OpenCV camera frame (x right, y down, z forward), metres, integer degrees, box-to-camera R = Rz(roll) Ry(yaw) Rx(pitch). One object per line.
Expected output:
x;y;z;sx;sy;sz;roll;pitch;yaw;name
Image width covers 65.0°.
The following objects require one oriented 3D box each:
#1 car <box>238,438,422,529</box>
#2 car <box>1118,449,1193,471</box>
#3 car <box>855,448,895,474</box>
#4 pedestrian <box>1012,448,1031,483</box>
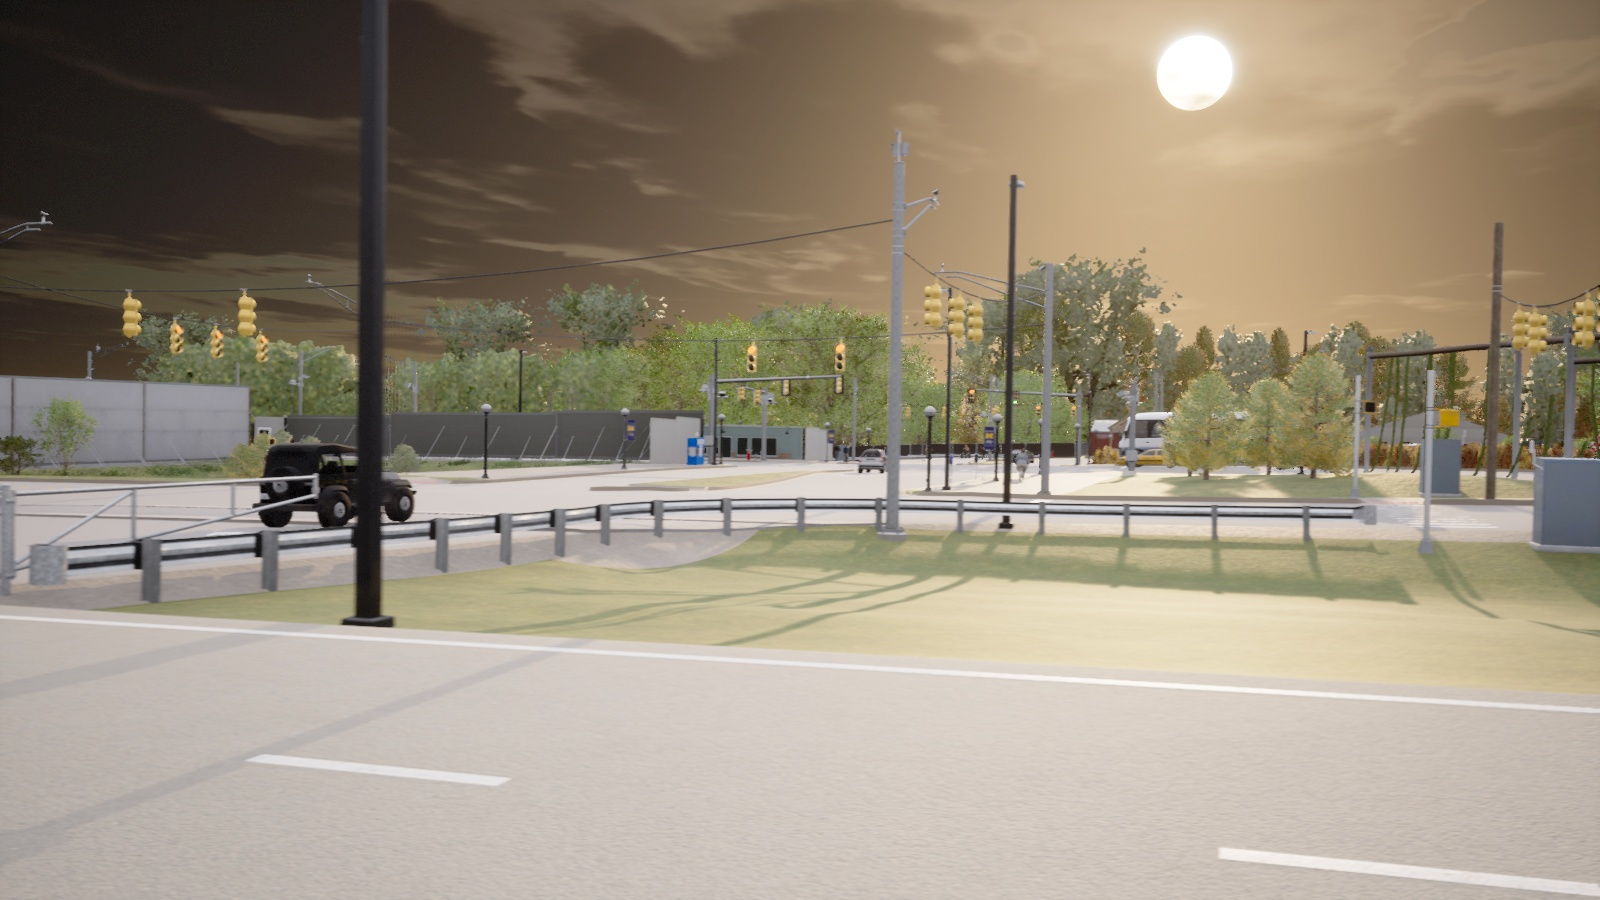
-10.627;0.685;28.691;1.905;1.878;3.866;1;1;19;car
26.834;0.765;94.714;5.366;1.575;1.801;0;1;18;car
5.008;0.740;83.441;1.851;1.617;3.988;1;0;14;car
12.158;0.862;68.828;0.874;1.855;0.900;2;1;18;pedestrian
